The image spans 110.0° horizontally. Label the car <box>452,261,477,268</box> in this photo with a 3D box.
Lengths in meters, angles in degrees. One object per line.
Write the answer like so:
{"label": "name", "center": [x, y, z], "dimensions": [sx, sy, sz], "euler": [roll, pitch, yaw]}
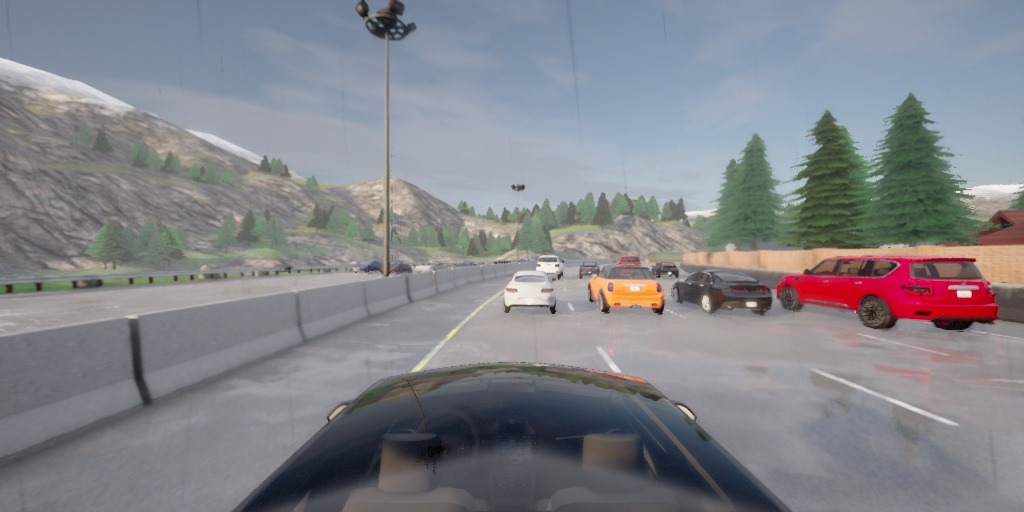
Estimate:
{"label": "car", "center": [-5.410, 1.293, 41.451], "dimensions": [1.994, 1.385, 4.181], "euler": [0, 0, 14]}

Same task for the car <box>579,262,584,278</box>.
{"label": "car", "center": [7.407, 1.256, 34.110], "dimensions": [2.128, 1.511, 4.902], "euler": [0, 0, 13]}

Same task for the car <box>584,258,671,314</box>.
{"label": "car", "center": [4.273, 1.111, 14.078], "dimensions": [2.097, 1.767, 4.553], "euler": [0, 0, 5]}

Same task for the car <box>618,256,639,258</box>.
{"label": "car", "center": [10.843, 0.995, 33.589], "dimensions": [2.150, 2.045, 5.566], "euler": [0, 0, 13]}

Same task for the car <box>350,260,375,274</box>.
{"label": "car", "center": [-16.346, 1.225, 40.944], "dimensions": [1.812, 1.442, 4.674], "euler": [0, 0, 14]}

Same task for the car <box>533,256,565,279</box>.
{"label": "car", "center": [3.626, 0.976, 33.362], "dimensions": [2.150, 2.045, 5.566], "euler": [0, 0, 12]}

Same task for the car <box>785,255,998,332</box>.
{"label": "car", "center": [11.026, 0.999, 11.263], "dimensions": [2.150, 2.045, 5.566], "euler": [0, 0, 4]}

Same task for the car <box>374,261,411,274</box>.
{"label": "car", "center": [-12.951, 1.273, 40.069], "dimensions": [1.994, 1.385, 4.181], "euler": [0, 0, 14]}

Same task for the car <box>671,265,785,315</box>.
{"label": "car", "center": [7.737, 1.274, 13.706], "dimensions": [1.837, 1.490, 4.892], "euler": [0, 0, 5]}

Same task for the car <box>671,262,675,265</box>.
{"label": "car", "center": [14.670, 1.289, 34.473], "dimensions": [1.837, 1.490, 4.892], "euler": [0, 0, 13]}

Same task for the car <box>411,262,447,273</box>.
{"label": "car", "center": [-9.172, 1.320, 40.941], "dimensions": [1.895, 1.301, 4.718], "euler": [0, 0, 14]}

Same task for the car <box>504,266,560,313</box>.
{"label": "car", "center": [0.745, 1.276, 13.979], "dimensions": [1.812, 1.442, 4.674], "euler": [0, 0, 5]}
